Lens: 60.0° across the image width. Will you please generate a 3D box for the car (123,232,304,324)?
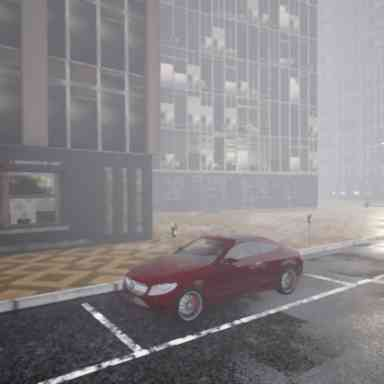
[{"bbox_3d":[0.644,1.546,7.018,4.206,1.307,1.802,-1,0,-35],"label":"car"}]
